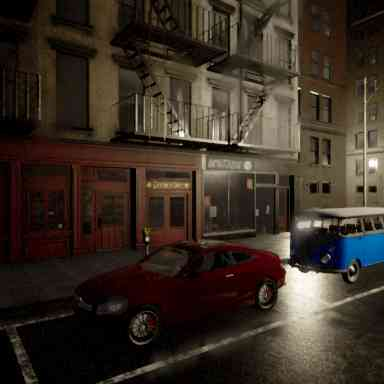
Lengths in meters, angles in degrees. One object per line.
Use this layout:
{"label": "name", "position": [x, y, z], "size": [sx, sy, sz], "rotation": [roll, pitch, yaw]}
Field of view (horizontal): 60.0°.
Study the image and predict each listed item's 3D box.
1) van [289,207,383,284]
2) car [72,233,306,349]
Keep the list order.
{"label": "van", "position": [4.410, 1.341, 9.296], "size": [3.998, 1.788, 1.690], "rotation": [0, 0, -35]}
{"label": "car", "position": [-0.005, 1.582, 6.176], "size": [4.206, 1.307, 1.802], "rotation": [0, 0, -35]}
